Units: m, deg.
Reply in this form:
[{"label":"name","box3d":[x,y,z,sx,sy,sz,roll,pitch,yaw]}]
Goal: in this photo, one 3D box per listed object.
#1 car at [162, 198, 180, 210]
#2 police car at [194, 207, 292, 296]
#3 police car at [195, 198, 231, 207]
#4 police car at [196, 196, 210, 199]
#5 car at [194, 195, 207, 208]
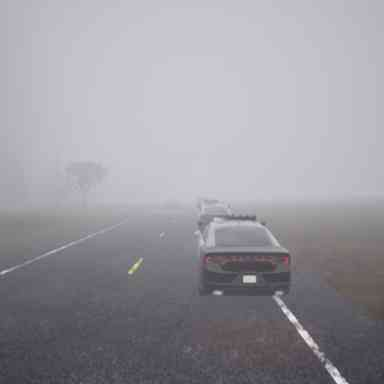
[{"label":"car","box3d":[-2.546,1.446,41.072,1.812,1.442,4.674,0,0,3]},{"label":"police car","box3d":[1.098,1.409,8.750,1.930,1.638,5.238,0,0,1]},{"label":"police car","box3d":[1.270,1.391,18.715,1.930,1.638,5.238,0,0,1]},{"label":"police car","box3d":[1.430,1.379,24.693,1.930,1.638,5.238,0,0,2]},{"label":"car","box3d":[1.281,1.457,45.496,2.033,1.411,5.357,0,0,4]}]
